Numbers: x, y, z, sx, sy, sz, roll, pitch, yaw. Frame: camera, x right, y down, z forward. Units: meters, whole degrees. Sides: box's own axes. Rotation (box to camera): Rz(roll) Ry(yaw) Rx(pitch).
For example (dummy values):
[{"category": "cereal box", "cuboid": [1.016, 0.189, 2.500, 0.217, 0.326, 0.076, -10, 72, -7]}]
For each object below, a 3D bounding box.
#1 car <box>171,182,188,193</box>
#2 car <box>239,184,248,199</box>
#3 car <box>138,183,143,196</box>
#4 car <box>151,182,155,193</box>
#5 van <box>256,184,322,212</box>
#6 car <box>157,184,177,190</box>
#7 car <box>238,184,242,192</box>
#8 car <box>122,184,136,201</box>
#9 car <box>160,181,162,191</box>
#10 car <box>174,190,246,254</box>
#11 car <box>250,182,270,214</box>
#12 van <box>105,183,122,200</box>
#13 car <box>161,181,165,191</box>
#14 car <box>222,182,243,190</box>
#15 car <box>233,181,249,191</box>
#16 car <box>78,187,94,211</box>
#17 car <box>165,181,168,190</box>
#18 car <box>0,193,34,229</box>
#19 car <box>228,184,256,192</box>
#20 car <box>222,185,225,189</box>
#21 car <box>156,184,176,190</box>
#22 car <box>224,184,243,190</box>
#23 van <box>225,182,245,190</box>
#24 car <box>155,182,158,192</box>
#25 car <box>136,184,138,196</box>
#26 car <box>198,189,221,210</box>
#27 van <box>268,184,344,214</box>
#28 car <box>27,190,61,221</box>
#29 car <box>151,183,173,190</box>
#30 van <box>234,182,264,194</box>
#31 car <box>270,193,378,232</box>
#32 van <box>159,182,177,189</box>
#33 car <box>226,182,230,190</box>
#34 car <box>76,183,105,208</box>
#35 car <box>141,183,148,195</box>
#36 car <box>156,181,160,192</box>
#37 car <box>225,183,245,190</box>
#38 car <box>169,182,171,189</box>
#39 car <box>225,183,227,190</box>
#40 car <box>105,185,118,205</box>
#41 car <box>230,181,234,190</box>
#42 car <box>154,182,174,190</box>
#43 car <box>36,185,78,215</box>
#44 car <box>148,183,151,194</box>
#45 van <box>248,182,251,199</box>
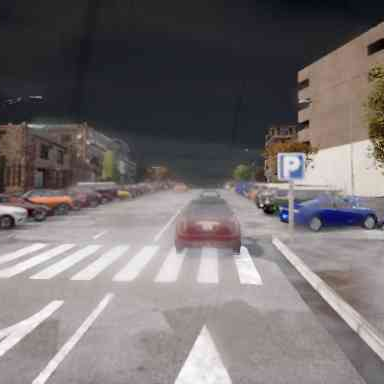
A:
[{"category": "car", "cuboid": [-1.935, -0.800, 59.073, 2.097, 1.767, 4.553, 0, 2, 3]}, {"category": "car", "cuboid": [8.320, 0.217, 37.397, 4.892, 1.521, 2.231, 0, 3, -16]}, {"category": "car", "cuboid": [-9.106, -0.030, 42.038, 4.792, 1.488, 2.163, -1, 2, -17]}, {"category": "car", "cuboid": [-8.714, -0.394, 50.816, 4.892, 1.521, 2.231, -1, 3, -17]}, {"category": "van", "cuboid": [7.339, 0.451, 25.377, 4.442, 1.987, 1.878, 0, 3, -16]}, {"category": "car", "cuboid": [-6.699, -1.454, 88.892, 5.008, 1.535, 2.097, -1, 1, -17]}, {"category": "car", "cuboid": [8.535, 0.130, 40.409, 4.792, 1.488, 2.163, 0, 2, -16]}, {"category": "car", "cuboid": [-9.219, 0.158, 36.223, 5.366, 1.575, 1.946, -1, 2, -17]}, {"category": "car", "cuboid": [-8.293, -0.683, 59.614, 4.674, 1.452, 2.002, -1, 2, -17]}, {"category": "car", "cuboid": [0.608, 1.011, 12.178, 2.097, 1.767, 4.553, 0, 2, 4]}, {"category": "car", "cuboid": [7.200, 0.541, 22.411, 5.566, 2.045, 2.435, 0, 3, -16]}, {"category": "van", "cuboid": [-9.639, 0.054, 33.190, 4.442, 1.987, 1.878, -1, 3, -17]}, {"category": "car", "cuboid": [-8.111, -0.948, 62.534, 4.553, 1.767, 2.185, -1, 2, -17]}, {"category": "car", "cuboid": [11.451, -1.675, 94.205, 5.566, 2.045, 2.435, 1, 1, -17]}, {"category": "car", "cuboid": [8.730, -0.267, 43.405, 5.566, 2.045, 2.435, 0, 2, -17]}, {"category": "car", "cuboid": [-9.923, 0.645, 24.396, 4.792, 1.488, 2.163, -1, 3, -18]}, {"category": "car", "cuboid": [-7.982, -0.917, 65.465, 5.008, 1.535, 2.097, -1, 2, -17]}, {"category": "car", "cuboid": [-10.253, 0.993, 15.570, 4.674, 1.452, 2.002, -1, 2, -18]}, {"category": "car", "cuboid": [10.124, -0.882, 67.393, 5.366, 1.575, 1.946, 0, 2, -17]}, {"category": "car", "cuboid": [10.423, -1.189, 79.229, 5.366, 1.575, 1.946, 1, 2, -17]}, {"category": "car", "cuboid": [-6.835, -1.378, 85.979, 4.792, 1.488, 2.163, -1, 1, -17]}, {"category": "car", "cuboid": [11.318, -1.359, 91.249, 4.792, 1.488, 2.163, 1, 1, -17]}, {"category": "van", "cuboid": [10.662, -1.473, 82.231, 4.442, 1.987, 1.878, 1, 1, -17]}, {"category": "car", "cuboid": [-8.574, -0.507, 53.748, 5.008, 1.535, 2.097, -1, 3, -17]}, {"category": "car", "cuboid": [-9.275, 0.053, 39.098, 5.008, 1.535, 2.097, -1, 2, -17]}, {"category": "car", "cuboid": [1.490, 0.587, 27.757, 1.812, 1.442, 4.674, 0, 2, 4]}, {"category": "van", "cuboid": [7.114, 0.682, 19.470, 4.442, 1.987, 1.878, 0, 2, -16]}, {"category": "car", "cuboid": [-10.107, 0.869, 18.527, 4.792, 1.488, 2.163, -1, 2, -18]}, {"category": "car", "cuboid": [-7.190, -1.295, 80.108, 4.892, 1.521, 2.231, -1, 2, -17]}, {"category": "van", "cuboid": [9.448, -0.702, 55.418, 4.442, 1.987, 1.878, 0, 2, -17]}, {"category": "car", "cuboid": [6.770, 1.021, 16.458, 5.008, 1.535, 2.097, 0, 2, -16]}, {"category": "van", "cuboid": [-6.632, -1.718, 91.784, 4.442, 1.987, 1.878, -1, 1, -17]}, {"category": "car", "cuboid": [9.305, -0.590, 58.324, 5.366, 1.575, 1.946, 0, 2, -17]}, {"category": "car", "cuboid": [-9.744, 0.376, 27.352, 4.553, 1.767, 2.185, -1, 3, -18]}, {"category": "car", "cuboid": [-9.007, -0.171, 44.961, 5.008, 1.535, 2.097, -1, 2, -17]}, {"category": "car", "cuboid": [-8.407, -0.742, 56.679, 4.553, 1.767, 2.185, -1, 2, -17]}, {"category": "car", "cuboid": [10.911, -1.425, 85.255, 4.553, 1.767, 2.185, 1, 1, -17]}, {"category": "car", "cuboid": [-7.856, -1.088, 71.268, 5.366, 1.575, 1.946, -1, 2, -17]}, {"category": "car", "cuboid": [9.665, -0.942, 61.368, 5.566, 2.045, 2.435, 0, 2, -17]}, {"category": "car", "cuboid": [-9.658, 0.389, 30.297, 5.008, 1.535, 2.097, -1, 2, -18]}, {"category": "car", "cuboid": [9.067, -0.498, 49.410, 5.566, 2.045, 2.435, 0, 2, -17]}, {"category": "car", "cuboid": [-7.000, -1.482, 83.037, 4.553, 1.767, 2.185, -1, 1, -17]}, {"category": "car", "cuboid": [-9.987, 0.601, 21.461, 4.553, 1.767, 2.185, -1, 3, -18]}, {"category": "car", "cuboid": [-8.857, -0.282, 47.890, 4.892, 1.521, 2.231, -1, 3, -17]}, {"category": "van", "cuboid": [8.004, 0.221, 31.434, 4.442, 1.987, 1.878, 0, 2, -16]}]
